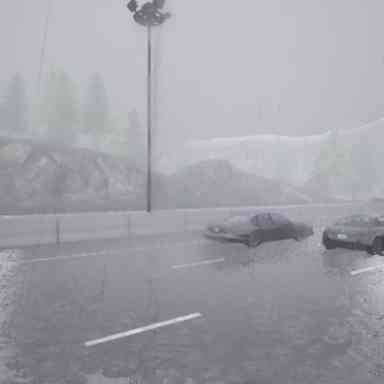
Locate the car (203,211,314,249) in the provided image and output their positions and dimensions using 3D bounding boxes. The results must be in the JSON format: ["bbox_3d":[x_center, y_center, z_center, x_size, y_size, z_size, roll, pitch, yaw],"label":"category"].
[{"bbox_3d":[3.042,1.546,14.606,5.357,1.411,2.033,0,0,-35],"label":"car"}]

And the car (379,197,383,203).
[{"bbox_3d":[36.213,1.587,59.806,4.718,1.301,1.895,0,0,-36],"label":"car"}]

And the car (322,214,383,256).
[{"bbox_3d":[7.055,1.563,13.143,4.181,1.385,1.994,0,0,-35],"label":"car"}]

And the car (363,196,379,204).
[{"bbox_3d":[34.205,1.517,62.672,4.902,1.511,2.128,0,0,-36],"label":"car"}]
